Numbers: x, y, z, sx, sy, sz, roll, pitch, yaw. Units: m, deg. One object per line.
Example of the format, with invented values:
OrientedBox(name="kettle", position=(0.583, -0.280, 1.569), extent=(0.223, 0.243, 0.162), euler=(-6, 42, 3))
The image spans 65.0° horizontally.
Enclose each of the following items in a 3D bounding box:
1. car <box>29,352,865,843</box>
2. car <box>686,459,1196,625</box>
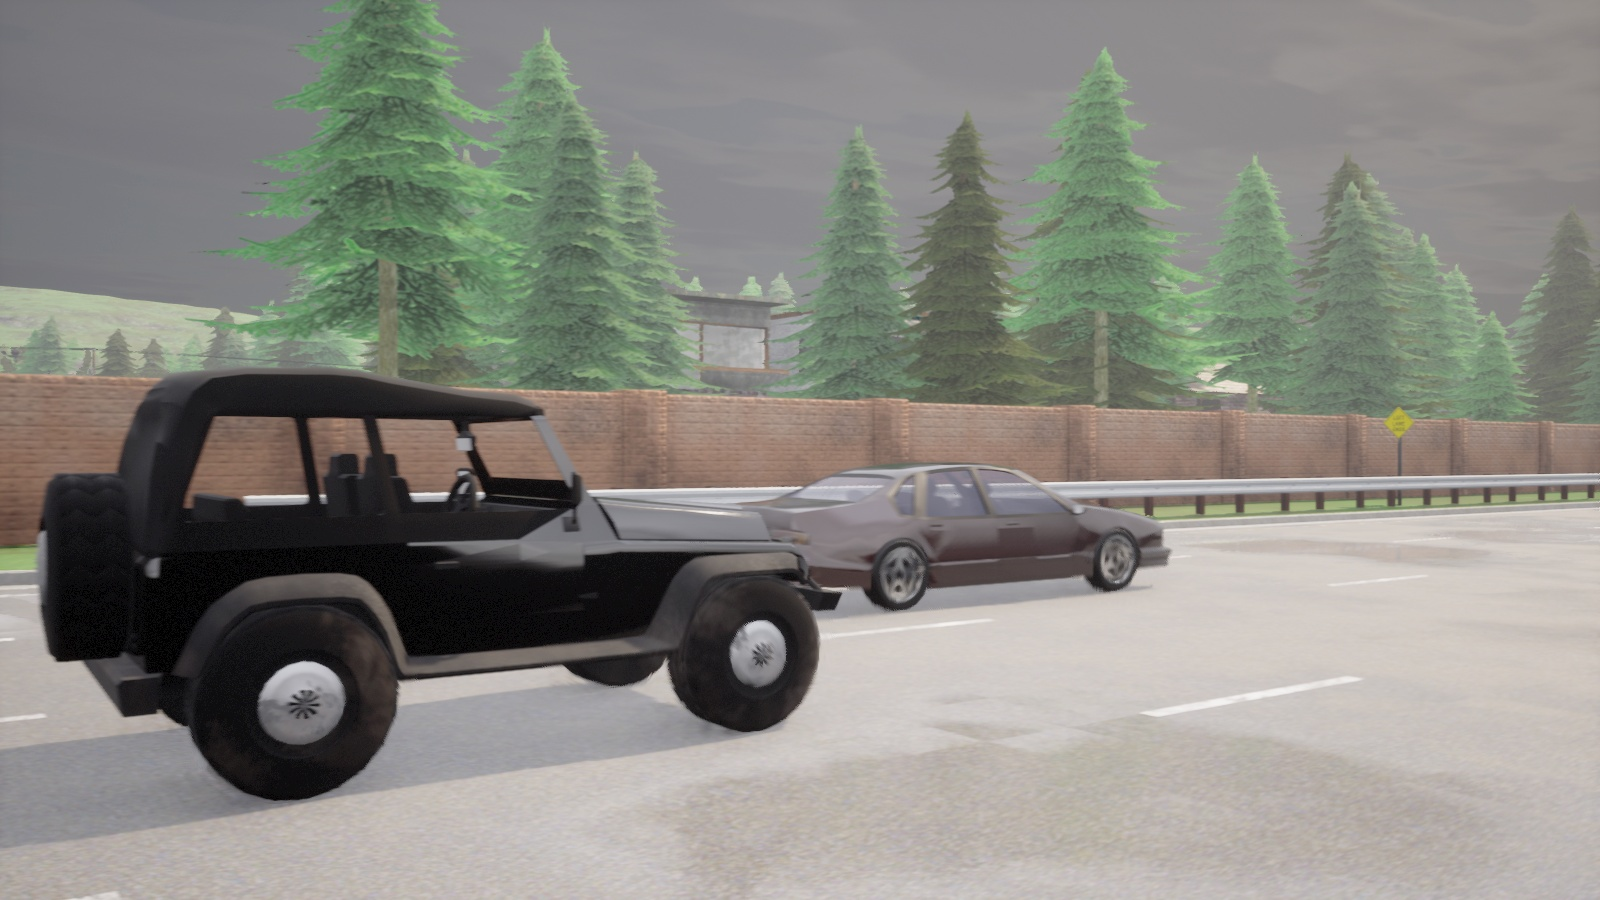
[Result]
OrientedBox(name="car", position=(-1.774, 0.561, 6.689), extent=(3.866, 1.878, 1.905), euler=(0, 0, -35))
OrientedBox(name="car", position=(1.635, 0.822, 13.326), extent=(5.357, 1.411, 2.033), euler=(0, 0, -35))
